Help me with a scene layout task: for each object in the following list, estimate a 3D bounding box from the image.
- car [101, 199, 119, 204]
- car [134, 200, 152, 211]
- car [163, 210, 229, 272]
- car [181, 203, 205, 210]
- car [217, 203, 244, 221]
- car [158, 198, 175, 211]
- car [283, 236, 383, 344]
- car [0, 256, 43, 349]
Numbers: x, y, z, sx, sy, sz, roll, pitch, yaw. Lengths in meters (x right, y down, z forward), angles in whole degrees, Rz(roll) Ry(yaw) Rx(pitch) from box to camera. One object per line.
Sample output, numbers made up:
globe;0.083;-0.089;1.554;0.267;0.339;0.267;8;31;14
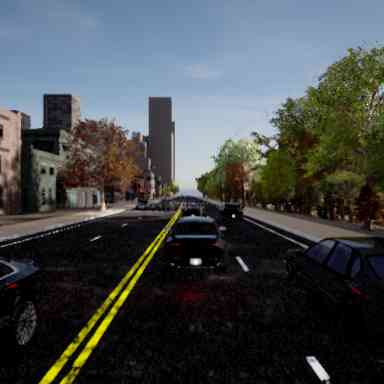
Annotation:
car;-20.707;2.366;84.087;4.313;1.339;1.947;-1;1;-1
car;-6.697;1.826;46.280;1.812;1.442;4.674;0;-1;-1
car;0.098;1.577;11.082;1.837;1.490;4.892;0;0;0
car;0.095;1.680;29.098;2.128;1.511;4.902;0;0;0
car;3.345;1.694;29.220;1.837;1.490;4.892;0;0;0
car;-3.438;1.644;45.093;2.097;1.767;4.553;0;0;-1
car;3.350;1.591;6.509;2.033;1.411;5.357;0;0;0
car;-3.351;1.515;3.518;2.128;1.511;4.902;0;0;0
